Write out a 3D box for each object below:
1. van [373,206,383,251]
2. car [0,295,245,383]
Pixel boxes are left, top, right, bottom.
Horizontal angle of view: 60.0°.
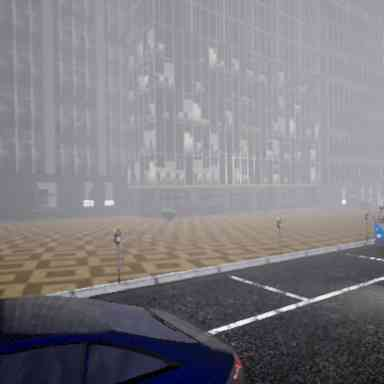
[{"bbox_3d":[8.534,1.336,12.670,3.998,1.788,1.690,0,-1,-36],"label":"van"},{"bbox_3d":[-1.556,1.565,2.256,4.181,1.385,1.994,0,0,-35],"label":"car"}]
